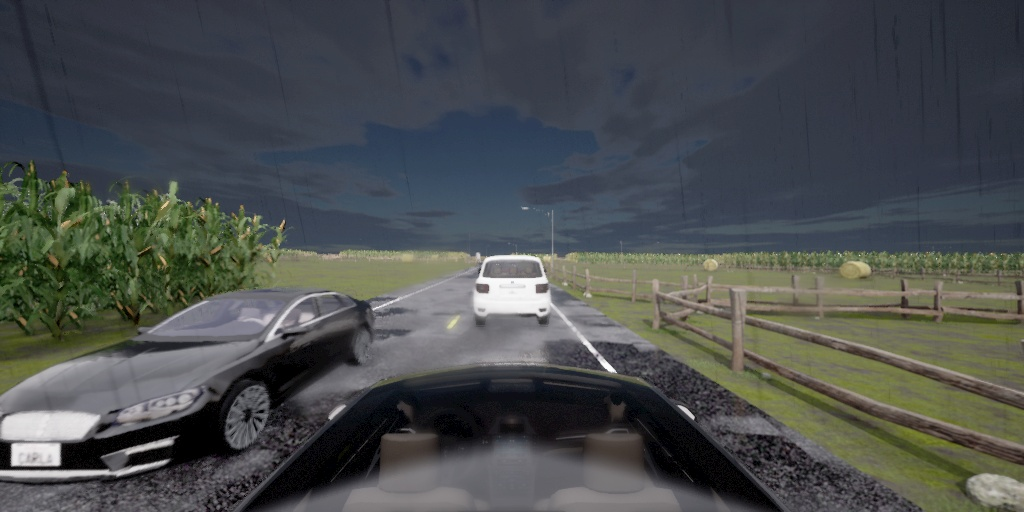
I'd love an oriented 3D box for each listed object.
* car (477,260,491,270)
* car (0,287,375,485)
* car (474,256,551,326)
[{"bbox_3d":[-4.333,1.419,55.362,1.812,1.442,4.674,0,0,-1],"label":"car"},{"bbox_3d":[-3.616,1.254,5.171,2.128,1.511,4.902,0,0,0],"label":"car"},{"bbox_3d":[0.015,1.009,11.958,2.150,2.045,5.566,0,0,0],"label":"car"}]
